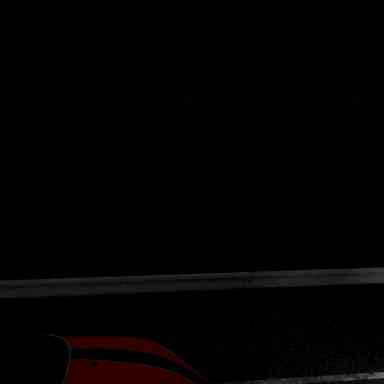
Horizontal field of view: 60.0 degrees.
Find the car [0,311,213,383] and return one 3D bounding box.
[{"bbox_3d":[-1.864,1.352,1.651,4.553,1.767,2.097,0,0,-6],"label":"car"}]
